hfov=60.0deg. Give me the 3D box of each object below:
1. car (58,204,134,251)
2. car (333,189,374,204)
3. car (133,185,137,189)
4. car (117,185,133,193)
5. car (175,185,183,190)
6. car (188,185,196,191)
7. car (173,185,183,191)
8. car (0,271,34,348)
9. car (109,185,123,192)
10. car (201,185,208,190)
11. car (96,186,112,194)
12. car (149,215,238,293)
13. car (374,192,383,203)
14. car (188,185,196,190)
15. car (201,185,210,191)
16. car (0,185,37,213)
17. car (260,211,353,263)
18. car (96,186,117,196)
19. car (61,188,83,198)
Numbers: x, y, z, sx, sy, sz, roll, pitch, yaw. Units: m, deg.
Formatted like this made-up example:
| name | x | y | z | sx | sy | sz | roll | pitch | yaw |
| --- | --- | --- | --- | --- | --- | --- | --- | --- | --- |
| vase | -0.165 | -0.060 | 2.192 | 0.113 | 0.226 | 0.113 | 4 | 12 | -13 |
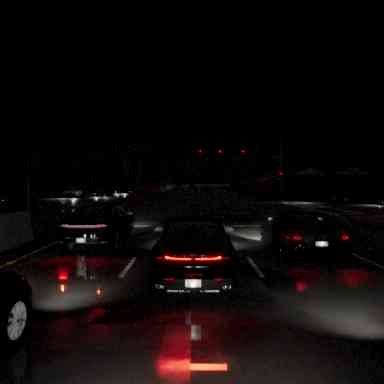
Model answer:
| name | x | y | z | sx | sy | sz | roll | pitch | yaw |
| --- | --- | --- | --- | --- | --- | --- | --- | --- | --- |
| car | -3.428 | 1.204 | 12.688 | 2.128 | 1.511 | 4.902 | 0 | 2 | 0 |
| car | 17.942 | 0.461 | 36.187 | 4.902 | 1.511 | 2.128 | 0 | 2 | 2 |
| car | -14.065 | -0.902 | 80.026 | 2.033 | 1.411 | 5.357 | 0 | 2 | 0 |
| car | -14.055 | -0.446 | 67.989 | 1.895 | 1.301 | 4.718 | 0 | 2 | 0 |
| car | -3.575 | -1.255 | 91.457 | 2.033 | 1.411 | 5.357 | 0 | 2 | 0 |
| car | -0.067 | -0.983 | 81.684 | 1.837 | 1.490 | 4.892 | 0 | 2 | 0 |
| car | -3.566 | -0.877 | 81.335 | 1.895 | 1.301 | 4.718 | 0 | 2 | 0 |
| car | -3.407 | 1.480 | 3.301 | 1.837 | 1.490 | 4.892 | 0 | 1 | 0 |
| car | -17.563 | -0.803 | 77.214 | 2.033 | 1.411 | 5.357 | 0 | 2 | 0 |
| car | 3.425 | -1.312 | 91.494 | 1.895 | 1.301 | 4.718 | 0 | 2 | 0 |
| car | -17.569 | -0.431 | 66.381 | 1.994 | 1.385 | 4.181 | 0 | 2 | 0 |
| car | 0.051 | 1.348 | 8.489 | 1.837 | 1.490 | 4.892 | 0 | 2 | 1 |
| car | 21.346 | 0.633 | 32.556 | 5.357 | 1.411 | 2.033 | 0 | 2 | 2 |
| car | -0.075 | -1.268 | 91.876 | 2.033 | 1.411 | 5.357 | 0 | 2 | 0 |
| car | 3.434 | -0.999 | 81.049 | 1.882 | 1.535 | 5.008 | 0 | 2 | 0 |
| car | -14.132 | 0.523 | 25.810 | 2.150 | 2.045 | 5.566 | 0 | 2 | 0 |
| car | 3.563 | 1.330 | 11.089 | 1.994 | 1.385 | 4.181 | 0 | 2 | 0 |
| car | -14.132 | -0.127 | 54.149 | 1.882 | 1.535 | 5.008 | 0 | 2 | 0 |
| car | -17.634 | 0.077 | 49.258 | 1.812 | 1.442 | 4.674 | 0 | 2 | 0 |
